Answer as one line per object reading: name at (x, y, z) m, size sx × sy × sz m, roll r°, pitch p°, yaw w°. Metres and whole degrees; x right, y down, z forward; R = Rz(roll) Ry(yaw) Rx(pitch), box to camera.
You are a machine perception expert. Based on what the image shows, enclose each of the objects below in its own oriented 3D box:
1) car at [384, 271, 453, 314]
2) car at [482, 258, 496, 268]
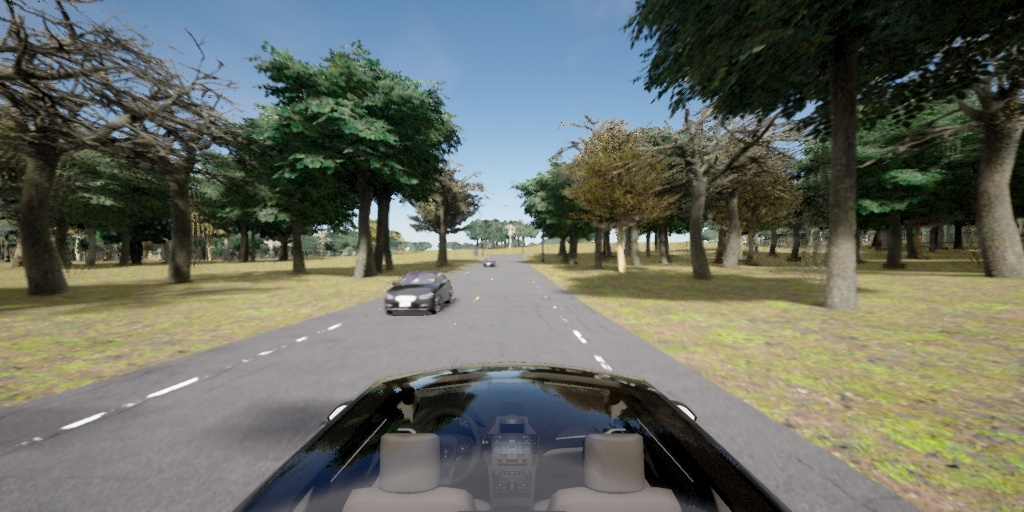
car at (-3.597, 1.365, 14.515) m, size 2.128 × 1.511 × 4.902 m, roll 0°, pitch 0°, yaw 0°
car at (-3.546, 1.006, 56.817) m, size 2.128 × 1.511 × 4.902 m, roll 0°, pitch 1°, yaw 1°
